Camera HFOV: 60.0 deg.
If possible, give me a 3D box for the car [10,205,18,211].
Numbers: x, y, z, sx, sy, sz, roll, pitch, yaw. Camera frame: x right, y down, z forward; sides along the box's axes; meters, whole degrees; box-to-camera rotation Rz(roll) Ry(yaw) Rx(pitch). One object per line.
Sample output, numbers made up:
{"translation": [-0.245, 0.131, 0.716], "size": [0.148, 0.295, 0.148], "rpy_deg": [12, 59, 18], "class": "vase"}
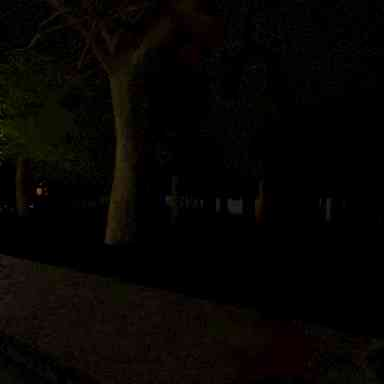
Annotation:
{"translation": [-43.746, 3.992, 84.409], "size": [1.837, 1.490, 4.892], "rpy_deg": [0, -3, -10], "class": "car"}
